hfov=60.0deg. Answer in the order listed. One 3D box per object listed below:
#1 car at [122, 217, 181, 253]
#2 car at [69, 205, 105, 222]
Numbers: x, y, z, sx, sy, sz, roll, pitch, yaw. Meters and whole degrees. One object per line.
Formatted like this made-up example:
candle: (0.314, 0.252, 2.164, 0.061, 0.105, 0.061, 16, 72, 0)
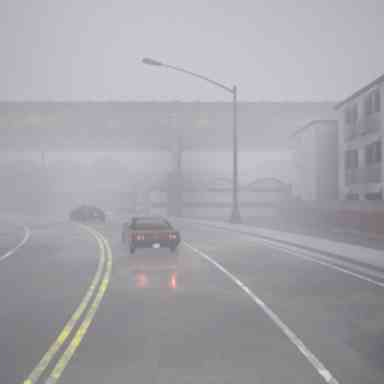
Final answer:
car: (-1.958, 1.714, 14.451, 1.895, 1.301, 4.718, 0, 0, -17)
car: (-9.024, 1.796, 28.491, 1.994, 1.385, 4.181, 1, -1, -37)
